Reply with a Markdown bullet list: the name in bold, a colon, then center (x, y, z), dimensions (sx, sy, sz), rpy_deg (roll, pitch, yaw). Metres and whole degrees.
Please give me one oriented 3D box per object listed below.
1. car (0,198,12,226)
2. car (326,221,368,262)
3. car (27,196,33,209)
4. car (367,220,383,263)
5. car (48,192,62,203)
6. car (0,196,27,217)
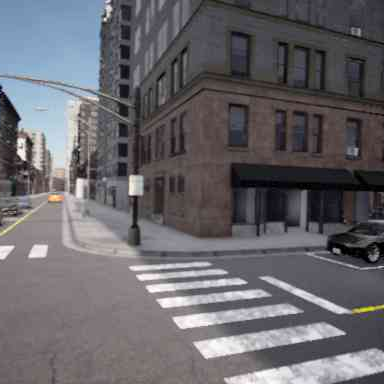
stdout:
- **car**: center (-11.519, 1.277, 18.072), dimensions (2.033, 1.411, 5.357), rpy_deg (1, 0, -21)
- **car**: center (7.030, 1.714, 12.273), dimensions (4.313, 1.339, 1.947), rpy_deg (1, 0, -21)
- **car**: center (-18.803, 1.128, 36.935), dimensions (2.033, 1.411, 5.357), rpy_deg (1, 0, -22)
- **car**: center (8.048, 1.671, 9.947), dimensions (4.902, 1.511, 2.128), rpy_deg (1, 0, -21)
- **car**: center (-23.209, 0.863, 56.515), dimensions (2.097, 1.767, 4.553), rpy_deg (1, 0, -21)
- **car**: center (-15.015, 1.161, 27.140), dimensions (1.837, 1.490, 4.892), rpy_deg (1, 0, -21)
